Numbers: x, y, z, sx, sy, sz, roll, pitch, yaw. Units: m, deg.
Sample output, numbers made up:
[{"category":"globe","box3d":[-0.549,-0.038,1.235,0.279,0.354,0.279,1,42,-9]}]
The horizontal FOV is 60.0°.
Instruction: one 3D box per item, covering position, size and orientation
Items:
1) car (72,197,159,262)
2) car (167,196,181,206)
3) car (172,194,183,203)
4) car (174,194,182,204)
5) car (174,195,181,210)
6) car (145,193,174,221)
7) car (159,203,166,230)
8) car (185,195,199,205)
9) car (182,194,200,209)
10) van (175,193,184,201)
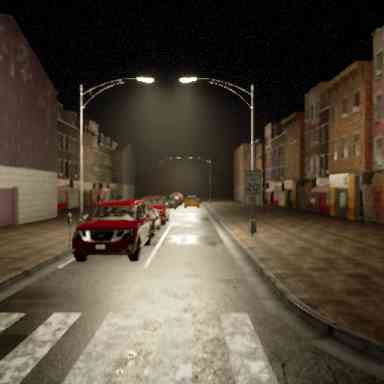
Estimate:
[{"category":"car","box3d":[-2.643,1.257,12.114,2.192,1.841,5.009,0,0,0]},{"category":"car","box3d":[-2.635,1.357,50.103,1.947,1.339,4.313,0,0,0]},{"category":"car","box3d":[-2.634,1.194,60.956,1.967,1.590,4.097,-1,0,0]},{"category":"car","box3d":[-2.636,1.336,44.506,1.752,1.417,4.829,0,0,0]},{"category":"car","box3d":[-2.637,1.381,39.249,2.008,1.369,4.403,0,0,0]},{"category":"car","box3d":[-2.641,1.210,22.967,2.192,1.841,5.009,0,0,0]},{"category":"car","box3d":[-2.640,1.484,17.541,1.947,1.339,4.313,0,0,0]},{"category":"car","box3d":[0.009,1.272,52.934,2.128,1.511,4.902,0,0,0]},{"category":"car","box3d":[0.008,1.296,42.486,1.882,1.535,5.008,0,0,0]},{"category":"van","box3d":[-2.634,1.061,71.810,1.690,1.788,3.998,-1,0,0]}]
